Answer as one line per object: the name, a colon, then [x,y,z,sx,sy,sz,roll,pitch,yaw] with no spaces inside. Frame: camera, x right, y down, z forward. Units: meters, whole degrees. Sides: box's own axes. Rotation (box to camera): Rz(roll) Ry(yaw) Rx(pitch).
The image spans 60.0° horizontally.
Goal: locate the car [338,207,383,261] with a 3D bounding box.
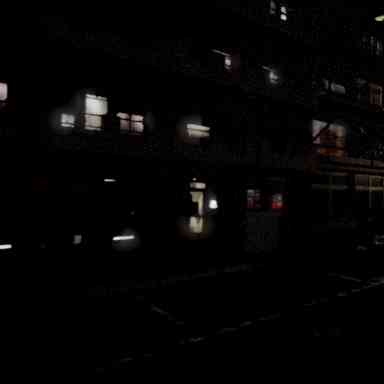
car: [7.297,1.447,11.762,5.009,1.841,2.192,1,0,-35]
